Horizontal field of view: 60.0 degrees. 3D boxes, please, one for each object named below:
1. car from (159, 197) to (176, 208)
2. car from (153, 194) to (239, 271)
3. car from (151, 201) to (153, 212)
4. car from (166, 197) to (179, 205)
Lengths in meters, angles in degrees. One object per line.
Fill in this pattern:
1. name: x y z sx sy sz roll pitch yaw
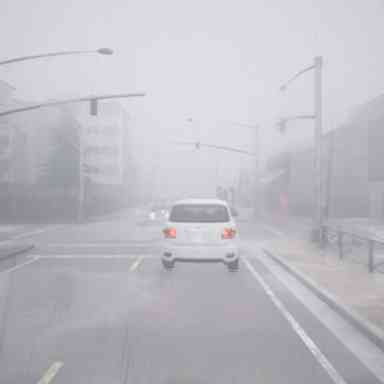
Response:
1. car: -3.593 1.529 49.928 2.128 1.511 4.902 0 0 0
2. car: 0.377 1.231 11.149 2.150 2.045 5.566 0 0 5
3. car: -3.607 1.382 39.547 2.097 1.767 4.553 0 0 0
4. car: -3.526 1.593 60.565 2.033 1.411 5.357 0 0 0
